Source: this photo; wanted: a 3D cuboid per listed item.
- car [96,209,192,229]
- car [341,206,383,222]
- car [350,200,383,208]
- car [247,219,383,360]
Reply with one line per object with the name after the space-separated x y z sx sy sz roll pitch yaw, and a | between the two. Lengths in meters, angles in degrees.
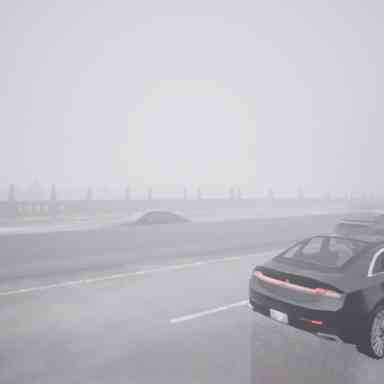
-2.091 1.533 15.376 4.674 1.442 1.812 0 0 -36 | car
7.749 1.522 13.565 4.892 1.490 1.837 0 0 -35 | car
21.309 1.692 40.592 4.718 1.301 1.895 0 0 -35 | car
3.173 1.498 6.003 4.902 1.511 2.128 0 0 -36 | car
